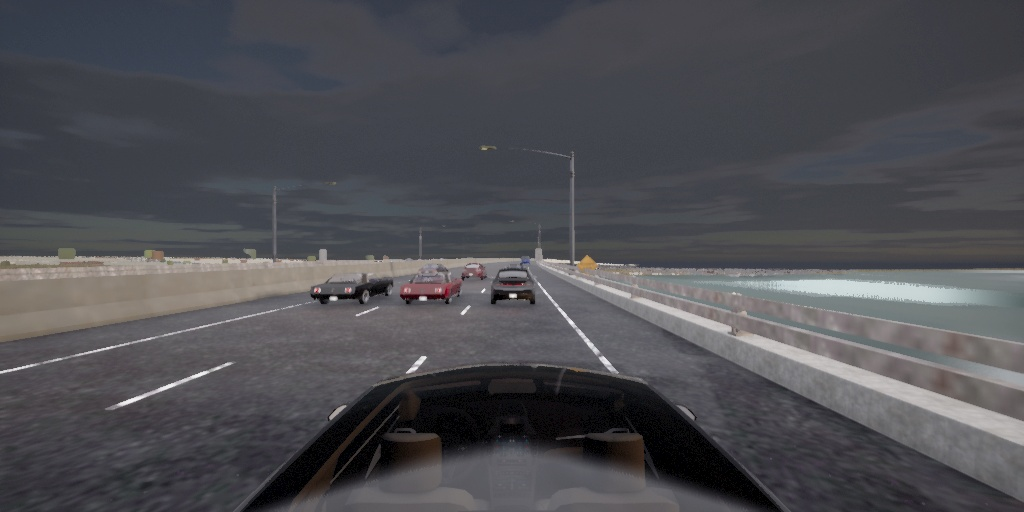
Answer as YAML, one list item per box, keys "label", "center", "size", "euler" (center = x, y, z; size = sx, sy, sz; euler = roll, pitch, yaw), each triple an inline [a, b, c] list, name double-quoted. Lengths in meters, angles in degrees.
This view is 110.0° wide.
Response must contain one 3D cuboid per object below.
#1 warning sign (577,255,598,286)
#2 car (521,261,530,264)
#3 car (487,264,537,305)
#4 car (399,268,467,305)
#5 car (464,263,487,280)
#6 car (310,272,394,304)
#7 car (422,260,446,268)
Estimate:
- label: "warning sign"
  center: [4.674, 0.876, 22.123]
  size: [1.300, 1.860, 1.060]
  euler: [0, 0, 1]
- label: "car"
  center: [0.253, 1.345, 31.015]
  size: [1.994, 1.385, 4.181]
  euler: [0, 0, 1]
- label: "car"
  center: [0.062, 1.274, 16.120]
  size: [1.837, 1.490, 4.892]
  euler: [0, 0, 0]
- label: "car"
  center: [-3.437, 1.374, 16.180]
  size: [1.895, 1.301, 4.718]
  euler: [0, 0, 0]
- label: "car"
  center: [-3.246, 1.307, 31.075]
  size: [1.812, 1.442, 4.674]
  euler: [0, 0, 1]
- label: "car"
  center: [-6.937, 1.374, 16.210]
  size: [1.895, 1.301, 4.718]
  euler: [0, 0, 0]
- label: "car"
  center: [-6.746, 1.338, 31.136]
  size: [2.033, 1.411, 5.357]
  euler: [0, 0, 1]
